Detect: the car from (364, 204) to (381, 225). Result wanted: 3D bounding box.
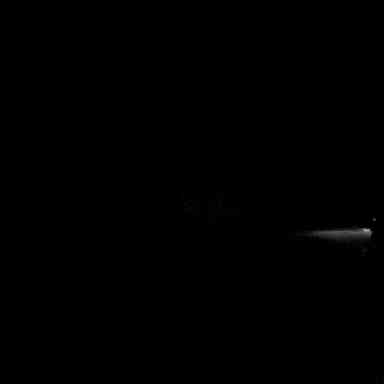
[{"bbox_3d":[13.399,1.423,22.147,4.902,1.511,2.128,0,0,-35],"label":"car"}]
